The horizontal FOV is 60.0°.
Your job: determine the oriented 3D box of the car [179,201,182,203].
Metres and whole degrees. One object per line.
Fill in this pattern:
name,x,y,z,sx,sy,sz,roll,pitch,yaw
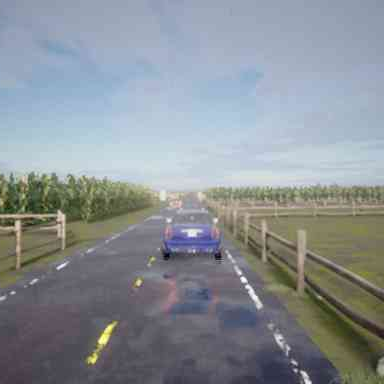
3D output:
car,0.012,1.776,28.490,1.837,1.490,4.892,0,0,0

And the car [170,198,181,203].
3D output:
car,-2.781,1.884,58.269,2.097,1.767,4.553,0,0,0

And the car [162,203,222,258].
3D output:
car,0.016,1.482,13.410,2.097,1.767,4.553,0,-1,0
